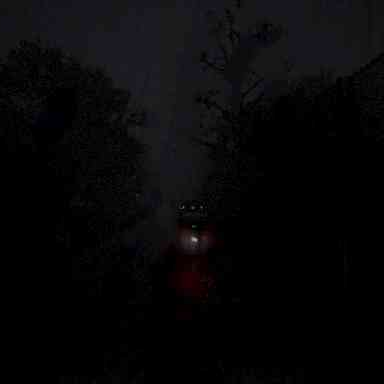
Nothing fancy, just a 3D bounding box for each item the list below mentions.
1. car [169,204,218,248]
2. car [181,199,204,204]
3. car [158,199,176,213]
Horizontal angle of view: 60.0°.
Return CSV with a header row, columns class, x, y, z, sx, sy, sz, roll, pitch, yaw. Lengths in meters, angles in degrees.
class,x,y,z,sx,sy,sz,roll,pitch,yaw
car,0.090,1.546,14.948,1.837,1.490,4.892,0,0,0
car,0.060,1.433,31.568,2.097,1.767,4.553,0,0,0
car,-2.905,1.592,39.436,2.128,1.511,4.902,0,0,0
